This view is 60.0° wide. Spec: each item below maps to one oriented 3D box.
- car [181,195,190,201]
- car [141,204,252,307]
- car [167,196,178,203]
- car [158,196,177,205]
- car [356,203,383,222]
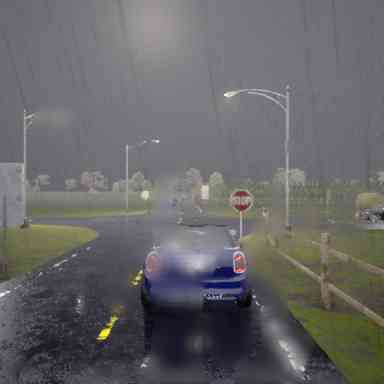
[{"bbox_3d":[-1.620,1.453,82.412,2.128,1.511,4.902,0,0,-2],"label":"car"},{"bbox_3d":[0.072,1.350,8.128,2.097,1.767,4.553,0,0,0],"label":"car"},{"bbox_3d":[-3.844,1.553,66.534,1.895,1.301,4.718,0,0,-1],"label":"car"},{"bbox_3d":[-3.289,1.457,42.577,1.882,1.535,5.008,0,0,-1],"label":"car"},{"bbox_3d":[14.661,1.487,24.294,4.902,1.511,2.128,0,0,9],"label":"car"}]
